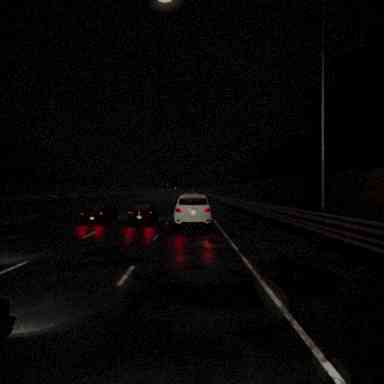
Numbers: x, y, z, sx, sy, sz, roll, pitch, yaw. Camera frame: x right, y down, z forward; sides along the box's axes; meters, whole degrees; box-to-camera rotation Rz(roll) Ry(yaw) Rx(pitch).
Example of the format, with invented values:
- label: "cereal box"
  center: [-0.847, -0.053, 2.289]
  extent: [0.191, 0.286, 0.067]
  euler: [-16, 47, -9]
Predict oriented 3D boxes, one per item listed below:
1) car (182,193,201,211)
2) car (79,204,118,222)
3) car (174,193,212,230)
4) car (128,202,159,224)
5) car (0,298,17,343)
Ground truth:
- label: "car"
  center: [-0.044, 1.108, 39.856]
  extent: [2.150, 2.045, 5.566]
  euler: [0, 0, 0]
- label: "car"
  center: [-6.968, 1.541, 25.344]
  extent: [1.895, 1.301, 4.718]
  euler: [0, 0, 0]
- label: "car"
  center: [0.052, 1.176, 21.011]
  extent: [2.150, 2.045, 5.566]
  euler: [0, 0, 0]
- label: "car"
  center: [-3.462, 1.470, 24.116]
  extent: [1.812, 1.442, 4.674]
  euler: [0, 0, 0]
- label: "car"
  center: [-3.401, 1.546, 2.218]
  extent: [2.033, 1.411, 5.357]
  euler: [0, 0, 0]
